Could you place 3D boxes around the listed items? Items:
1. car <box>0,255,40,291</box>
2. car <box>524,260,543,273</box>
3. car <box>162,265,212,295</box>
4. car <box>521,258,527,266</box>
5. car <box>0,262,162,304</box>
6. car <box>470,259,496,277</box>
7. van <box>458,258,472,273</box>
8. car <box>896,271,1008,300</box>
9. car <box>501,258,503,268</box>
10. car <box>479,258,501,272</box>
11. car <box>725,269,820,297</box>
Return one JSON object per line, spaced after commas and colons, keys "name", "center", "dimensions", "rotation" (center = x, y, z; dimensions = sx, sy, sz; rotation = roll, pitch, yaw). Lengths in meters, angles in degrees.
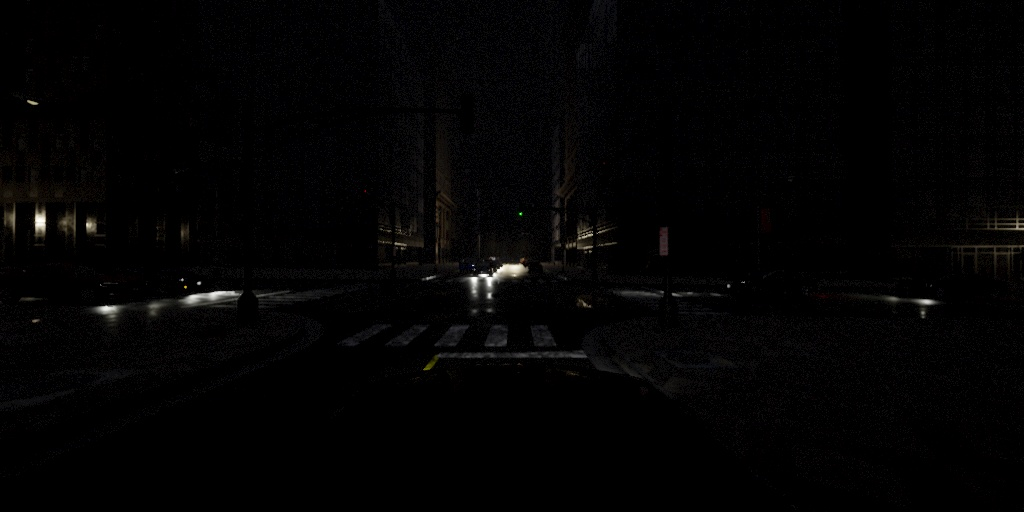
{"name": "car", "center": [-27.027, 0.802, 17.742], "dimensions": [4.553, 1.767, 2.097], "rotation": [1, 0, 0]}
{"name": "car", "center": [2.883, 1.402, 44.957], "dimensions": [1.948, 1.339, 4.313], "rotation": [0, 0, 0]}
{"name": "car", "center": [-17.418, 1.138, 17.683], "dimensions": [4.181, 1.385, 1.994], "rotation": [1, 0, 0]}
{"name": "car", "center": [2.993, 1.437, 61.905], "dimensions": [1.802, 1.307, 4.207], "rotation": [0, 0, 0]}
{"name": "car", "center": [-17.609, 1.028, 14.434], "dimensions": [5.008, 1.535, 1.882], "rotation": [1, 0, 0]}
{"name": "car", "center": [-2.927, 1.350, 37.099], "dimensions": [1.812, 1.442, 4.674], "rotation": [0, 0, 0]}
{"name": "van", "center": [-5.642, 1.178, 45.012], "dimensions": [1.690, 1.789, 3.998], "rotation": [0, 0, 0]}
{"name": "car", "center": [25.486, 1.647, 20.888], "dimensions": [5.008, 1.535, 1.882], "rotation": [1, 0, 0]}
{"name": "car", "center": [-2.791, 1.376, 56.116], "dimensions": [1.812, 1.442, 4.674], "rotation": [0, 0, 0]}
{"name": "car", "center": [-2.872, 1.330, 46.216], "dimensions": [2.128, 1.511, 4.902], "rotation": [0, 0, 0]}
{"name": "car", "center": [15.099, 1.521, 20.956], "dimensions": [4.902, 1.511, 2.128], "rotation": [1, 0, -1]}
